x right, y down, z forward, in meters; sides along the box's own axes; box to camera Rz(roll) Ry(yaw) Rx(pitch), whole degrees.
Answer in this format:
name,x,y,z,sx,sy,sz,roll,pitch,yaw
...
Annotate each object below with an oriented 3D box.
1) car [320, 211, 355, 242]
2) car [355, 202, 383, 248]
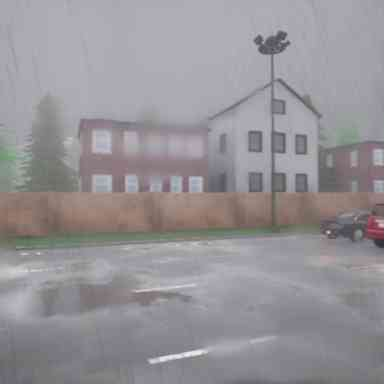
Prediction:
name,x,y,z,sx,sy,sz,roll,pitch,yaw
car,9.167,1.778,17.730,4.892,1.490,1.837,0,-1,-21
car,10.147,1.424,14.366,5.566,2.045,2.150,0,-1,-21
